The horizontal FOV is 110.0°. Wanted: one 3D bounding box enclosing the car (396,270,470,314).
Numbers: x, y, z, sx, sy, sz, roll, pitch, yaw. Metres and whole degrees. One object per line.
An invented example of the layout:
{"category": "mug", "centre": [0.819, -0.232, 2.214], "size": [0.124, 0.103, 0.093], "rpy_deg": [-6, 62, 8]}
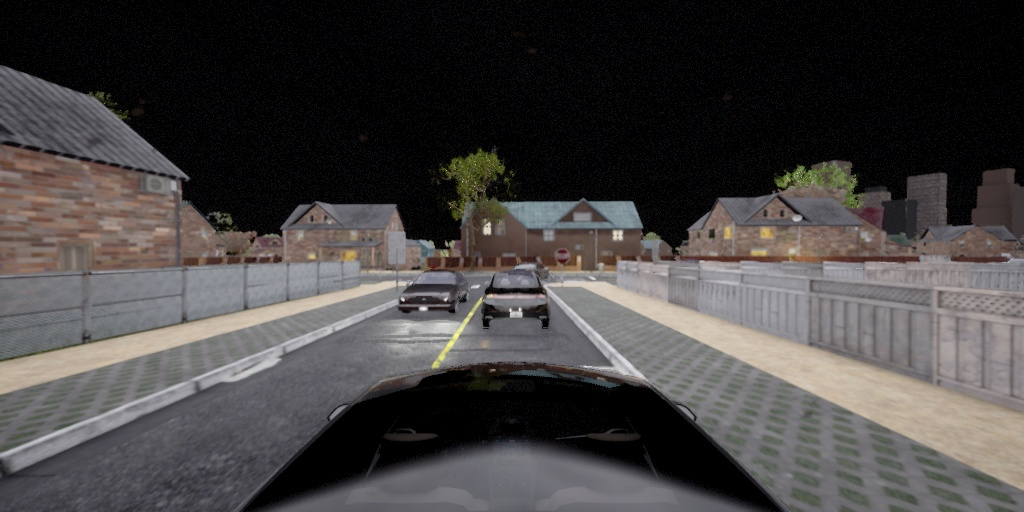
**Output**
{"category": "car", "centre": [-2.749, 1.247, 13.782], "size": [2.033, 1.411, 5.357], "rpy_deg": [0, 0, 0]}

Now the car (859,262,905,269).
{"category": "car", "centre": [29.778, 1.156, 29.410], "size": [4.181, 1.385, 1.994], "rpy_deg": [0, 2, -1]}

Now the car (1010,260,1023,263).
{"category": "car", "centre": [42.807, 1.246, 28.420], "size": [5.357, 1.411, 2.033], "rpy_deg": [0, 2, -17]}

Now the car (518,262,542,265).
{"category": "car", "centre": [1.240, 1.160, 23.346], "size": [1.882, 1.535, 5.008], "rpy_deg": [0, -1, 16]}

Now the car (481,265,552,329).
{"category": "car", "centre": [0.100, 1.201, 11.133], "size": [2.128, 1.511, 4.902], "rpy_deg": [0, 0, 0]}

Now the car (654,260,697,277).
{"category": "car", "centre": [14.032, 1.073, 29.697], "size": [5.008, 1.535, 1.882], "rpy_deg": [0, 2, 2]}

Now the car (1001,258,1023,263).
{"category": "car", "centre": [45.879, 0.948, 32.289], "size": [4.674, 1.442, 1.812], "rpy_deg": [0, 2, -22]}
